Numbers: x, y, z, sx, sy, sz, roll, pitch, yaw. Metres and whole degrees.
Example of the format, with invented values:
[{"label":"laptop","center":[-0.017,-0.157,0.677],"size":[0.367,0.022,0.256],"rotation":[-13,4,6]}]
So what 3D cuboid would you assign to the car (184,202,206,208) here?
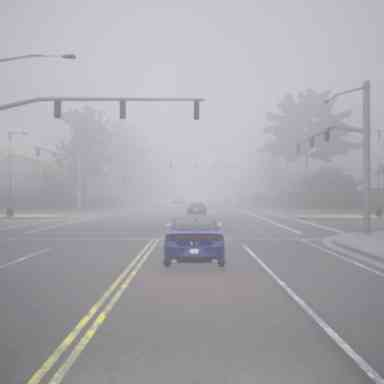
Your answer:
[{"label":"car","center":[0.549,1.702,34.803],"size":[1.994,1.385,4.181],"rotation":[0,0,2]}]

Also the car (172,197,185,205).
[{"label":"car","center":[-2.699,1.815,63.639],"size":[1.994,1.385,4.181],"rotation":[0,0,1]}]

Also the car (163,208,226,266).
[{"label":"car","center":[0.075,1.525,11.745],"size":[1.882,1.535,5.008],"rotation":[0,0,0]}]

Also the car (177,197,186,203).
[{"label":"car","center":[-2.555,1.909,79.273],"size":[1.895,1.301,4.718],"rotation":[0,0,0]}]
